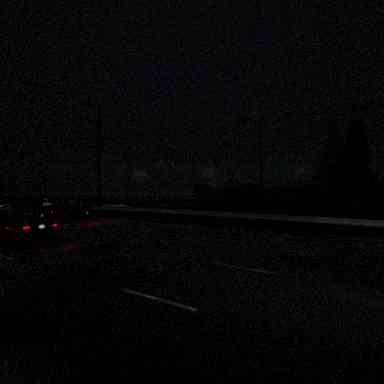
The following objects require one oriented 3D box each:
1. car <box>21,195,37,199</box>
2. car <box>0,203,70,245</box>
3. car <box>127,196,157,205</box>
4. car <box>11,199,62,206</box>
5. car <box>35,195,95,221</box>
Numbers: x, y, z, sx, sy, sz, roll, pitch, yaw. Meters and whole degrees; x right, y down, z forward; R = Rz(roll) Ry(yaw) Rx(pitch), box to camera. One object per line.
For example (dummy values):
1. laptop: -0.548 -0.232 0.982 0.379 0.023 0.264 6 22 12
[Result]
1. car: -20.939 1.129 43.227 4.674 1.442 1.812 0 0 -6
2. car: -7.944 1.409 14.704 5.357 1.411 2.033 1 1 37
3. car: -7.042 1.200 47.171 4.181 1.385 1.994 0 1 -25
4. car: -10.492 1.369 21.070 4.181 1.385 1.994 1 1 37
5. car: -9.207 1.265 24.497 5.008 1.535 1.882 1 1 37
